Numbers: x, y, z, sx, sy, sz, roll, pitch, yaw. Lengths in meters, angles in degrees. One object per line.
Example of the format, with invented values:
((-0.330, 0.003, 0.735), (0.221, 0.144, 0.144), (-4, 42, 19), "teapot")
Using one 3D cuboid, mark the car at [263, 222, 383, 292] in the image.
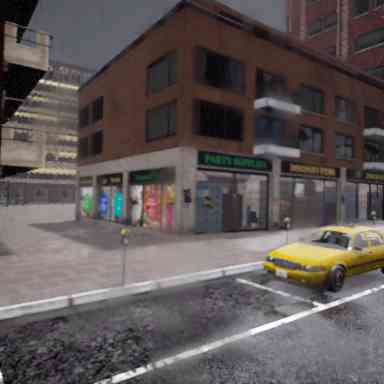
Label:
((3.993, 1.521, 8.927), (4.829, 1.417, 1.752), (0, 2, -35), "car")
